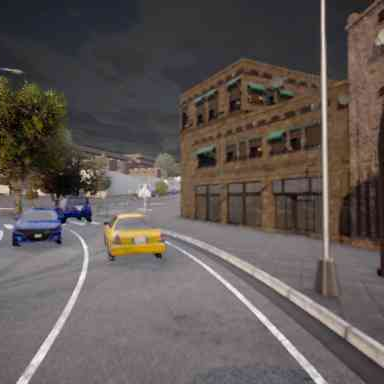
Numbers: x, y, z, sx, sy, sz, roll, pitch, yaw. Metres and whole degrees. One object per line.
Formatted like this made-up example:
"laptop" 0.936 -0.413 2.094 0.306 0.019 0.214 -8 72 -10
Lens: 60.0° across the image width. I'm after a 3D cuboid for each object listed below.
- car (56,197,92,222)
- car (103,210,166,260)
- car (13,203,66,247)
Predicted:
"car" -9.790 1.403 27.292 2.150 2.045 5.566 0 -1 -30
"car" -2.332 1.460 12.599 1.801 1.575 5.366 0 0 -17
"car" -7.070 1.493 15.472 1.882 1.535 5.008 0 -1 -23
